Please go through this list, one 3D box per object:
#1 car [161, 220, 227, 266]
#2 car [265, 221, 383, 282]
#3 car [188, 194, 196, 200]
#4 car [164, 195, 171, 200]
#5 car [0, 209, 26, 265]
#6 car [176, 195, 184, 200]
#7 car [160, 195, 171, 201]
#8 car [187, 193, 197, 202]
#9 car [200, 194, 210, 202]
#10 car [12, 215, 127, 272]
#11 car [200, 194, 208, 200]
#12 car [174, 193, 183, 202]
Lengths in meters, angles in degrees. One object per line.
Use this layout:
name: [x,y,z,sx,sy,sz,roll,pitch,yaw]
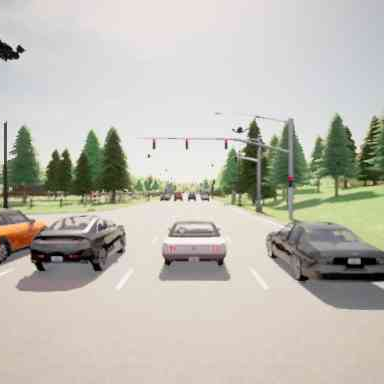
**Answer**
car: [0.076,1.623,11.619,1.895,1.301,4.718,0,0,0]
car: [3.564,1.566,9.786,2.033,1.411,5.357,0,0,0]
car: [0.001,1.368,95.104,2.097,1.767,4.553,0,0,0]
car: [-6.999,1.513,95.133,1.837,1.490,4.892,0,0,0]
car: [-6.924,1.376,11.971,2.097,1.767,4.553,0,0,0]
car: [-3.499,1.538,95.133,2.128,1.511,4.902,0,0,0]
car: [-6.999,1.509,85.100,2.097,1.767,4.553,0,0,0]
car: [0.001,1.378,84.744,2.150,2.045,5.566,0,0,0]
car: [3.501,1.678,84.713,2.128,1.511,4.902,0,0,0]
car: [-3.429,1.511,10.903,2.128,1.511,4.902,0,0,0]
car: [3.501,1.368,95.104,2.097,1.767,4.553,0,0,0]
car: [-3.499,1.378,84.744,2.150,2.045,5.566,0,0,0]
